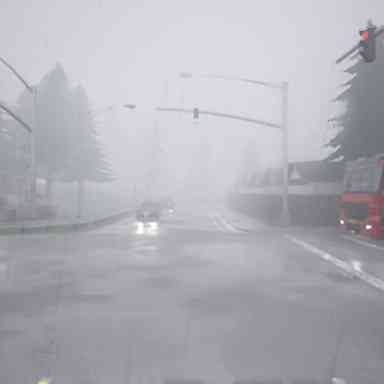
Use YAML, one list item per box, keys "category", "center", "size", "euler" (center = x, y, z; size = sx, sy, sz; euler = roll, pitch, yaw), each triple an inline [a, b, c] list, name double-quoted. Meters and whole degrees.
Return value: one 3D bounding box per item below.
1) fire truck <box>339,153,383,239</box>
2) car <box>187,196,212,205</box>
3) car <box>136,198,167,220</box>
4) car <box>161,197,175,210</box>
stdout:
- category: "fire truck"
  center: [10.749, 0.165, 13.553]
  size: [8.468, 3.827, 2.891]
  euler: [0, 0, 0]
- category: "car"
  center: [1.384, 1.527, 61.020]
  size: [4.902, 1.511, 2.128]
  euler: [0, 0, -37]
- category: "car"
  center: [-3.606, 1.536, 28.636]
  size: [2.128, 1.511, 4.902]
  euler: [0, 0, 0]
- category: "car"
  center: [-3.520, 1.427, 44.666]
  size: [2.097, 1.767, 4.553]
  euler: [0, 0, 1]
